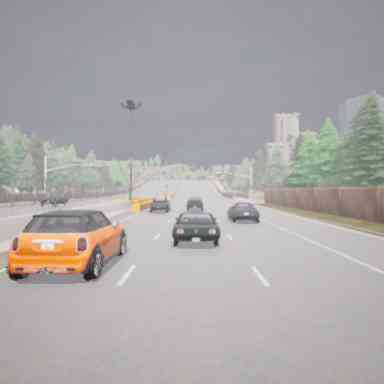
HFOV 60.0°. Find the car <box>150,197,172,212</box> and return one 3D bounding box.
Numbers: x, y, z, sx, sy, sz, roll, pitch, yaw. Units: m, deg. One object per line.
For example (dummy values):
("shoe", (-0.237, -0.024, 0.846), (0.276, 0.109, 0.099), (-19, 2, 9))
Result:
("car", (-3.200, 1.276, 34.549), (2.128, 1.511, 4.902), (0, 0, 0))

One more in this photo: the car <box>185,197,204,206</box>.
("car", (0.317, 1.294, 37.199), (1.837, 1.490, 4.892), (0, 0, 0))

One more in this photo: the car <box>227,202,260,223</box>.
("car", (3.738, 1.443, 24.703), (1.994, 1.385, 4.181), (0, 0, 0))

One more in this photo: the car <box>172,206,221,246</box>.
("car", (0.175, 1.517, 14.834), (1.895, 1.301, 4.718), (0, 0, 0))

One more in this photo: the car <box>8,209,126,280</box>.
("car", (-3.348, 1.277, 9.859), (2.097, 1.767, 4.553), (0, 0, 0))
